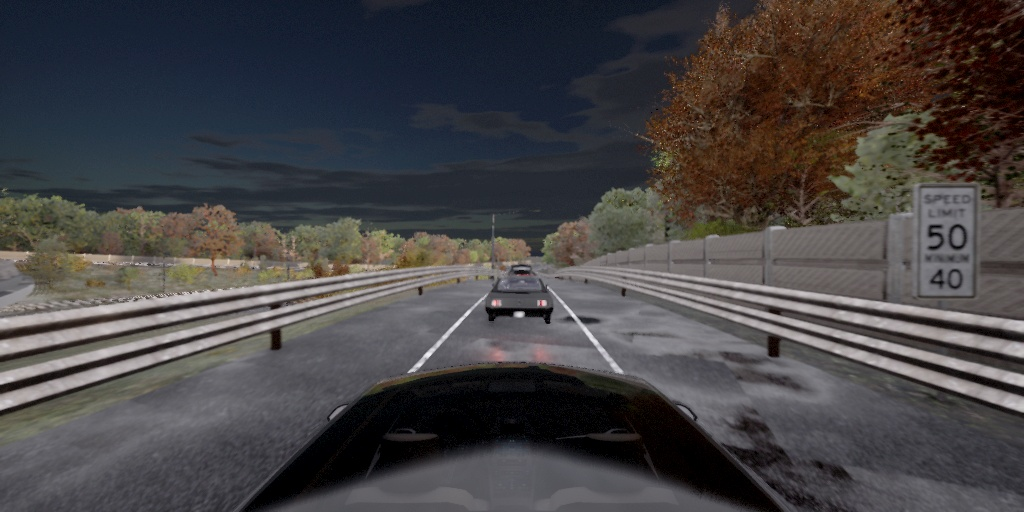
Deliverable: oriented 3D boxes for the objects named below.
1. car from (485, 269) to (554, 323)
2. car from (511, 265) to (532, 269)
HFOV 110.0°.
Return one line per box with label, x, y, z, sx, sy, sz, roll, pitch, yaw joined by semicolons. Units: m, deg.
car;0.261;1.285;11.787;1.895;1.301;4.718;0;0;2
car;0.654;1.332;24.291;1.837;1.490;4.892;0;-1;2
